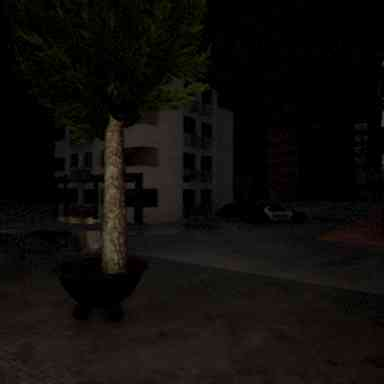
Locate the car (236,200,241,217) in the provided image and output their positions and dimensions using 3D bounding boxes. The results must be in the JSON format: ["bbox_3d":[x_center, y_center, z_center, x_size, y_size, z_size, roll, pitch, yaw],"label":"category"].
[{"bbox_3d":[6.049,1.587,24.187,4.974,1.542,2.038,0,0,-25],"label":"car"}]

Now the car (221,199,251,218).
[{"bbox_3d":[3.970,1.316,26.087,1.845,1.501,3.633,0,0,-43],"label":"car"}]

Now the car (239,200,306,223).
[{"bbox_3d":[6.003,1.429,24.164,4.536,1.218,1.853,0,0,-25],"label":"car"}]
